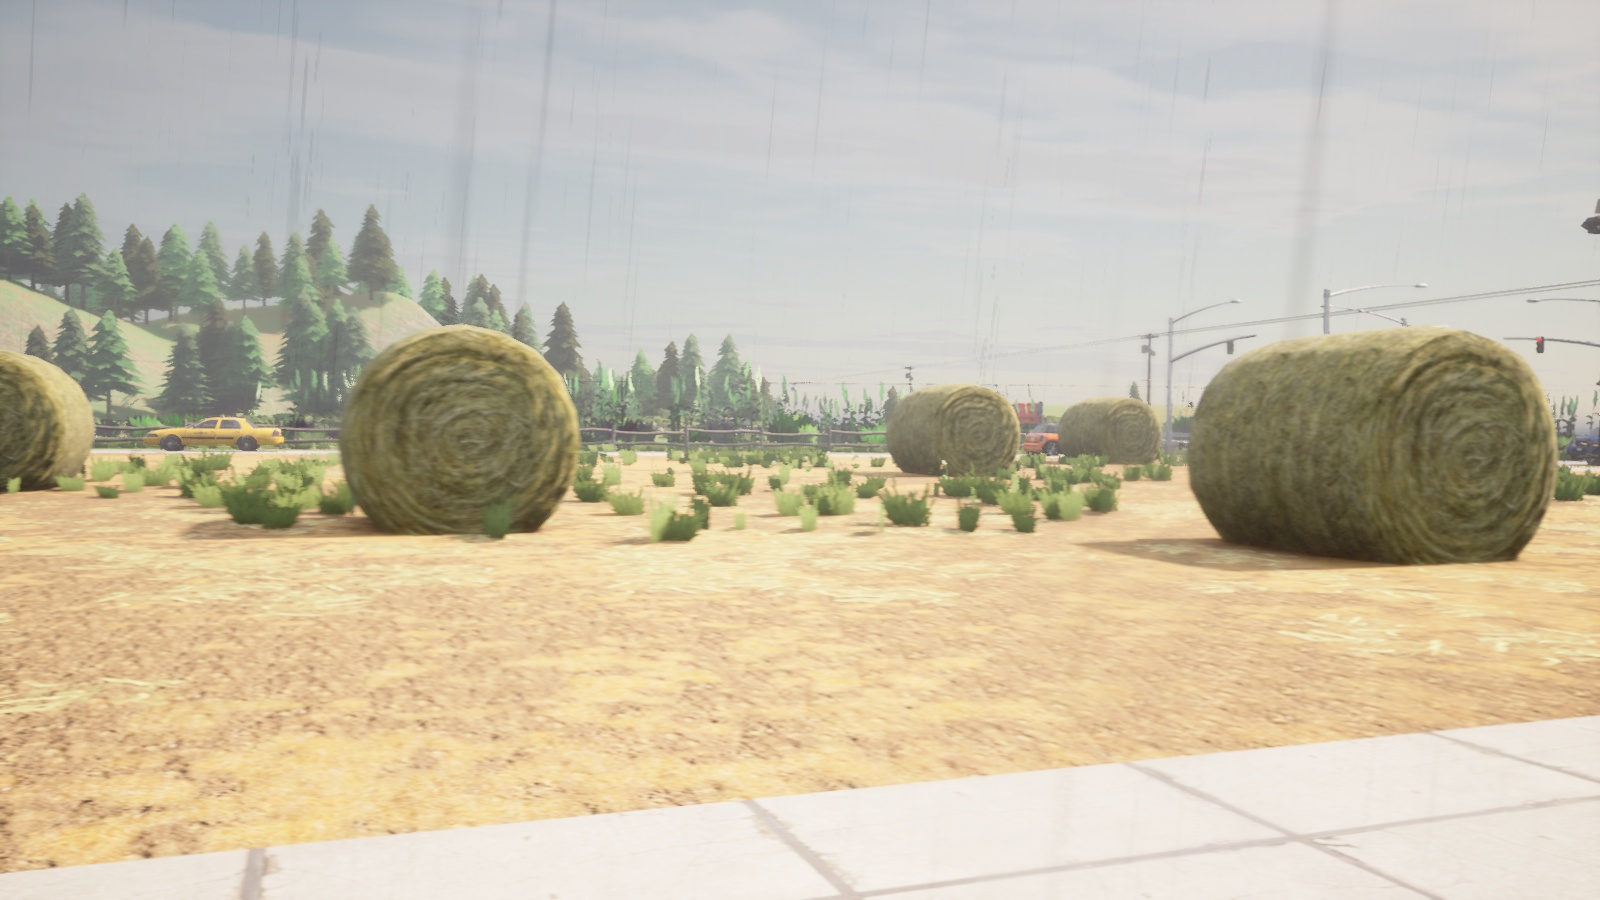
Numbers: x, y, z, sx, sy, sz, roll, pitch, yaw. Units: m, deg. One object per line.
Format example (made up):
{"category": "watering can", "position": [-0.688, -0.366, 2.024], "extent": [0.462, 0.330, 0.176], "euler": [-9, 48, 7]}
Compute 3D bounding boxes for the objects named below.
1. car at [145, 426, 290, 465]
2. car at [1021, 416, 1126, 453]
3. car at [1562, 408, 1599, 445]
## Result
{"category": "car", "position": [-24.619, -0.210, 53.266], "extent": [5.366, 1.575, 1.801], "euler": [-1, 1, -17]}
{"category": "car", "position": [13.297, -0.772, 61.173], "extent": [4.553, 1.767, 2.097], "euler": [-1, 1, -17]}
{"category": "car", "position": [46.467, -1.372, 71.540], "extent": [5.566, 2.045, 2.150], "euler": [-1, 1, -20]}
